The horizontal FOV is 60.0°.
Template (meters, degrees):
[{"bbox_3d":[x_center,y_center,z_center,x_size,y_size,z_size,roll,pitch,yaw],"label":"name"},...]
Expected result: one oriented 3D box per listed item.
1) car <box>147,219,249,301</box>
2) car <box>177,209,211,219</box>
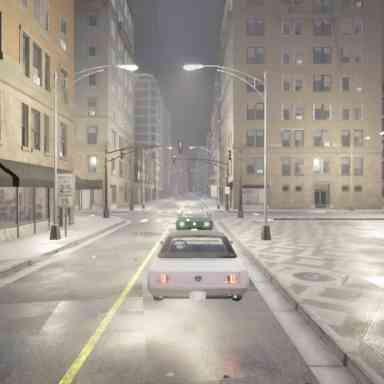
[{"bbox_3d":[0.111,1.601,8.280,1.895,1.301,4.718,0,0,0],"label":"car"},{"bbox_3d":[0.125,1.600,18.515,1.895,1.301,4.718,0,0,0],"label":"car"}]
